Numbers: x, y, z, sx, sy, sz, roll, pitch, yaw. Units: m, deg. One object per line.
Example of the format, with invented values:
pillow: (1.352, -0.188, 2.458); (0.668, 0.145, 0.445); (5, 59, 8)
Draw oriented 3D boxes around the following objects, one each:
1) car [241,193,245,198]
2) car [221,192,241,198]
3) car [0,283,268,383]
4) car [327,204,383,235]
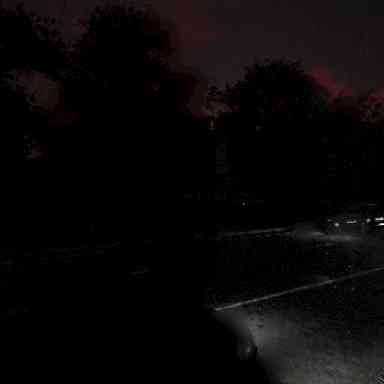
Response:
car: (10.711, 0.877, 74.904); (1.812, 1.442, 4.674); (-1, 0, -35)
car: (7.827, 0.882, 72.921); (1.837, 1.490, 4.892); (-1, 0, -35)
car: (-1.454, 1.522, 2.629); (4.674, 1.442, 1.812); (0, 0, -36)
car: (9.570, 1.439, 18.551); (4.892, 1.490, 1.837); (0, 0, -32)
